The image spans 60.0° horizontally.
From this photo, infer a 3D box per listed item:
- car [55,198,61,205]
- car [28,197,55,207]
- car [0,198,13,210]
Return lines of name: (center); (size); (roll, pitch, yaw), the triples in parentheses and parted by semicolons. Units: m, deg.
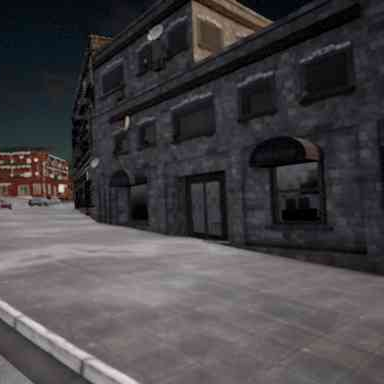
car: (-27.958, 1.989, 66.936); (2.128, 1.511, 4.902); (-3, -1, -2)
car: (-23.965, 1.558, 52.286); (2.128, 1.511, 4.902); (-3, -1, -2)
car: (-23.191, 1.477, 39.567); (1.812, 1.442, 4.674); (-2, 0, -4)
